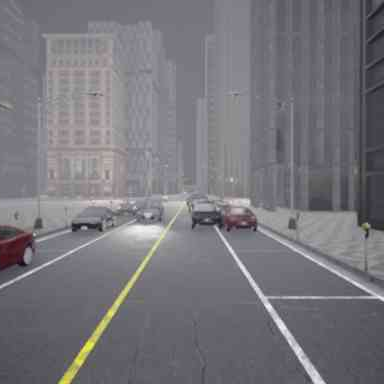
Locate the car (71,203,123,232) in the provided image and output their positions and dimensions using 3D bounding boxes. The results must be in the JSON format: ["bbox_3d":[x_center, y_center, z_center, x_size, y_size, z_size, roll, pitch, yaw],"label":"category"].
[{"bbox_3d":[-5.764,1.553,19.996,1.947,1.339,4.313,0,0,0],"label":"car"}]

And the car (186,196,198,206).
[{"bbox_3d":[0.005,1.452,55.291,1.837,1.490,4.892,0,0,0],"label":"car"}]

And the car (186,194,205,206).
[{"bbox_3d":[0.680,1.193,37.763,2.150,2.045,5.566,0,0,0],"label":"car"}]

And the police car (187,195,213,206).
[{"bbox_3d":[0.775,1.402,31.815,1.930,1.638,5.238,0,0,-2],"label":"police car"}]

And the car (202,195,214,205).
[{"bbox_3d":[2.766,1.380,59.483,1.967,1.590,4.097,0,0,0],"label":"car"}]

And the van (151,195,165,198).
[{"bbox_3d":[-5.760,1.290,53.841,1.690,1.788,3.998,0,0,0],"label":"van"}]

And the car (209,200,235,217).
[{"bbox_3d":[2.763,1.528,31.279,2.008,1.369,4.403,0,0,0],"label":"car"}]

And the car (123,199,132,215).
[{"bbox_3d":[-5.763,1.417,31.277,1.967,1.590,4.097,0,0,0],"label":"car"}]

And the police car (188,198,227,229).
[{"bbox_3d":[0.889,1.412,21.843,1.930,1.638,5.238,0,0,0],"label":"police car"}]

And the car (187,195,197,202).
[{"bbox_3d":[0.007,1.320,71.371,1.994,1.385,4.181,0,0,0],"label":"car"}]

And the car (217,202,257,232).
[{"bbox_3d":[2.762,1.531,19.998,1.887,1.381,4.507,0,0,0],"label":"car"}]

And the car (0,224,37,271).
[{"bbox_3d":[-5.765,1.539,8.714,1.887,1.381,4.507,0,0,0],"label":"car"}]

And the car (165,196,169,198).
[{"bbox_3d":[-5.758,1.472,70.764,2.008,1.369,4.403,0,0,0],"label":"car"}]

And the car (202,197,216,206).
[{"bbox_3d":[2.766,1.500,53.842,2.008,1.369,4.403,0,0,0],"label":"car"}]

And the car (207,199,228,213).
[{"bbox_3d":[2.764,1.537,36.919,1.947,1.339,4.313,0,0,0],"label":"car"}]

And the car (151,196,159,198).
[{"bbox_3d":[-5.761,1.530,42.560,1.947,1.339,4.313,0,0,0],"label":"car"}]

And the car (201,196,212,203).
[{"bbox_3d":[2.767,1.482,65.124,2.008,1.369,4.403,0,0,0],"label":"car"}]

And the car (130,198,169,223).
[{"bbox_3d":[-3.096,1.473,25.834,2.128,1.511,4.902,0,0,0],"label":"car"}]

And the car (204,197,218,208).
[{"bbox_3d":[2.765,1.482,48.371,1.752,1.417,4.829,0,0,0],"label":"car"}]
